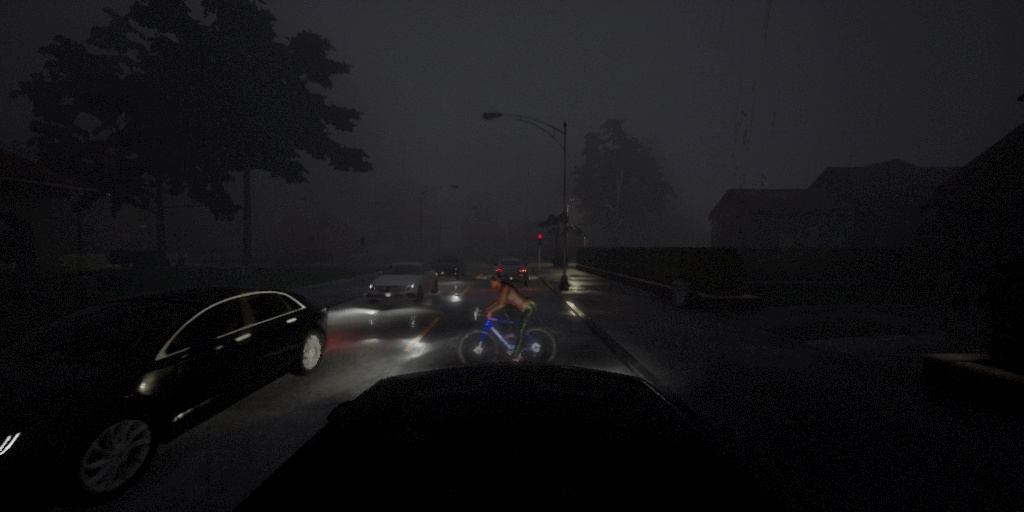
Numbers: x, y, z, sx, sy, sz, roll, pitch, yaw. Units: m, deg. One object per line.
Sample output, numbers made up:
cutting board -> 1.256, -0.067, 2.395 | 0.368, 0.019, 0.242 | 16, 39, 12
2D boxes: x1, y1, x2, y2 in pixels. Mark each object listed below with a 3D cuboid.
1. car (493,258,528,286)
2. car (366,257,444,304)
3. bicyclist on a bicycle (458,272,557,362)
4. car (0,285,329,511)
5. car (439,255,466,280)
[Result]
car -> -0.069, 0.821, 20.188 | 1.812, 1.442, 4.674 | 0, 1, 0
car -> -4.187, 0.964, 14.405 | 1.812, 1.442, 4.674 | 0, 2, 0
bicyclist on a bicycle -> -0.090, 1.086, 5.968 | 1.656, 1.620, 0.582 | -2, 1, -1
car -> -4.112, 1.191, 4.374 | 1.837, 1.490, 4.892 | 0, 1, 0
car -> -4.202, 0.712, 23.926 | 1.837, 1.490, 4.892 | 0, 1, -1
